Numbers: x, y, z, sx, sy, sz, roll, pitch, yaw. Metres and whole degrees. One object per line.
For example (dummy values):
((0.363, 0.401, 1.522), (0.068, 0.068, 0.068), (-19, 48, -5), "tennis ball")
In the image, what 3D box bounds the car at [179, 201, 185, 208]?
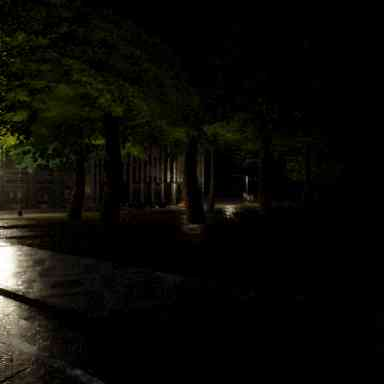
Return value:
((-0.705, 2.441, 67.197), (1.882, 1.535, 5.008), (0, 0, 34), "car")

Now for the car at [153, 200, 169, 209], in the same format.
((-6.450, 2.375, 64.061), (1.882, 1.535, 5.008), (0, -1, 34), "car")

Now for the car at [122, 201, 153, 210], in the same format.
((-9.264, 2.278, 54.542), (2.128, 1.511, 4.902), (0, -1, 34), "car")
